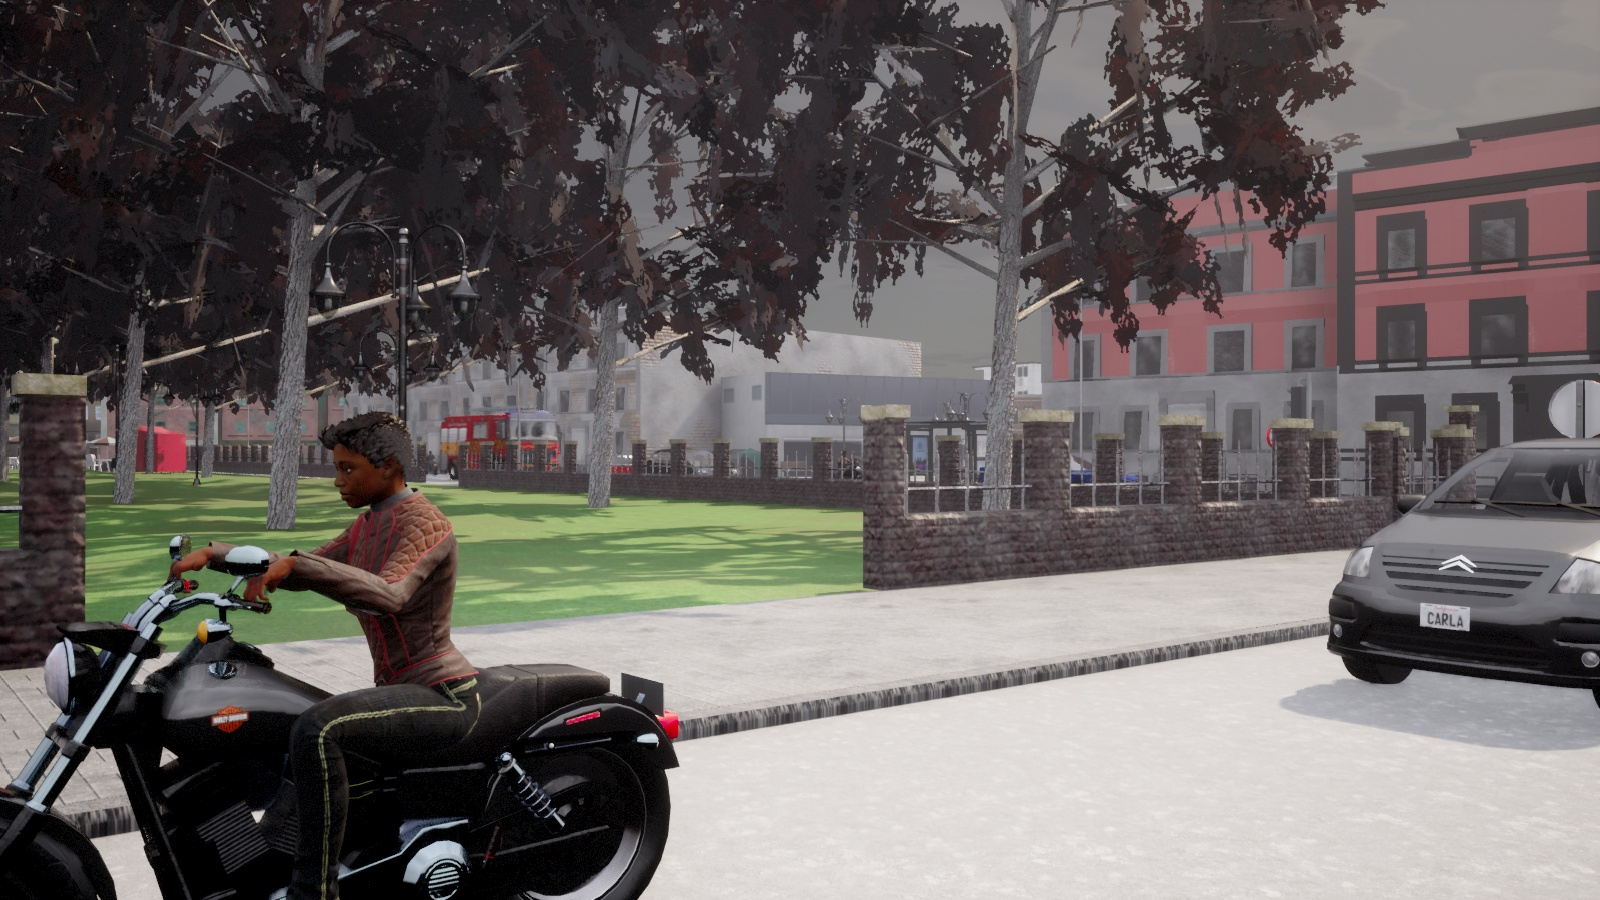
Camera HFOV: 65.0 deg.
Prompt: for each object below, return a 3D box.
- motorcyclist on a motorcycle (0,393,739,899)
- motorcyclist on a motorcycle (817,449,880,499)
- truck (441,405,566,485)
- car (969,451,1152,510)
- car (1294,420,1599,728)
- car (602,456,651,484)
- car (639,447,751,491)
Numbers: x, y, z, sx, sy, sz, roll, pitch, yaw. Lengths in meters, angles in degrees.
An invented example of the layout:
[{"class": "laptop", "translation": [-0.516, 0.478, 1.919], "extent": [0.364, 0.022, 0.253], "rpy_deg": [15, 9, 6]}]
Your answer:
[{"class": "motorcyclist on a motorcycle", "translation": [-1.337, 0.706, 3.323], "extent": [2.350, 1.649, 0.766], "rpy_deg": [0, 0, -40]}, {"class": "motorcyclist on a motorcycle", "translation": [1.619, 0.795, 42.330], "extent": [0.766, 1.649, 2.350], "rpy_deg": [0, 0, -38]}, {"class": "truck", "translation": [-15.203, -0.231, 63.843], "extent": [2.891, 3.827, 8.468], "rpy_deg": [0, 0, -38]}, {"class": "car", "translation": [7.198, 0.793, 35.220], "extent": [1.882, 1.535, 5.008], "rpy_deg": [0, 0, -37]}, {"class": "car", "translation": [5.248, 0.653, 8.460], "extent": [3.988, 1.617, 1.851], "rpy_deg": [0, 0, -39]}, {"class": "car", "translation": [-8.553, 0.969, 61.833], "extent": [1.481, 1.376, 2.207], "rpy_deg": [0, 0, -38]}, {"class": "car", "translation": [-4.206, 0.720, 49.780], "extent": [2.242, 1.667, 4.611], "rpy_deg": [0, 0, -38]}]
